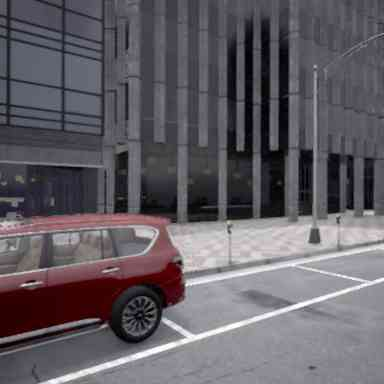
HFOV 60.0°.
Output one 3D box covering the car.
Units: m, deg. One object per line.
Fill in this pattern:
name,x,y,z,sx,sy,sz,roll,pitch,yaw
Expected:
car,-2.412,1.317,4.924,5.009,1.841,2.192,0,0,-35
